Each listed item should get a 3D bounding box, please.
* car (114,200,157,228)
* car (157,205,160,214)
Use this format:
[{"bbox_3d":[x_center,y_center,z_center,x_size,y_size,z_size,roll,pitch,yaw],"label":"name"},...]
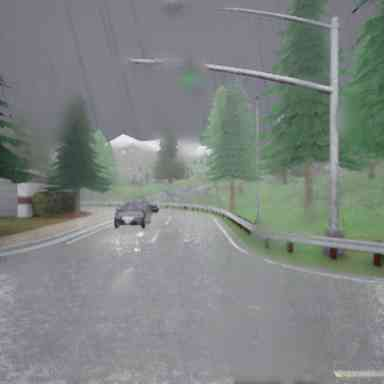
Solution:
[{"bbox_3d":[-3.645,1.382,21.073,2.128,1.511,4.902,0,0,-1],"label":"car"},{"bbox_3d":[-4.767,1.432,32.846,1.895,1.301,4.718,0,0,-26],"label":"car"}]
